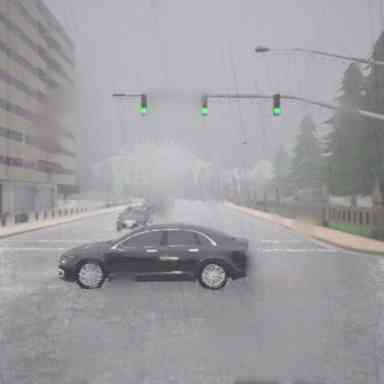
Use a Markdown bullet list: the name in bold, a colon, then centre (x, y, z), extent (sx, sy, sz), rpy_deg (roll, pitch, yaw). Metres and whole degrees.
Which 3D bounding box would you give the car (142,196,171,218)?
- **car**: centre (-3.603, 1.447, 32.773), extent (2.150, 2.045, 5.566), rpy_deg (0, 0, 0)

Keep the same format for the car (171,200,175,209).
- **car**: centre (-3.561, 1.891, 50.245), extent (1.994, 1.385, 4.181), rpy_deg (0, 0, 0)

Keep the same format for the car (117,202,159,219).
- **car**: centre (-3.604, 1.655, 21.633), extent (2.128, 1.511, 4.902), rpy_deg (0, 0, 0)

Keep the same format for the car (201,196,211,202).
- **car**: centre (3.952, 1.898, 89.294), extent (2.097, 1.767, 4.553), rpy_deg (0, 0, 0)

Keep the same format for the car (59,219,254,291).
- **car**: centre (-0.886, 1.584, 8.629), extent (4.892, 1.490, 1.837), rpy_deg (0, 0, 0)
